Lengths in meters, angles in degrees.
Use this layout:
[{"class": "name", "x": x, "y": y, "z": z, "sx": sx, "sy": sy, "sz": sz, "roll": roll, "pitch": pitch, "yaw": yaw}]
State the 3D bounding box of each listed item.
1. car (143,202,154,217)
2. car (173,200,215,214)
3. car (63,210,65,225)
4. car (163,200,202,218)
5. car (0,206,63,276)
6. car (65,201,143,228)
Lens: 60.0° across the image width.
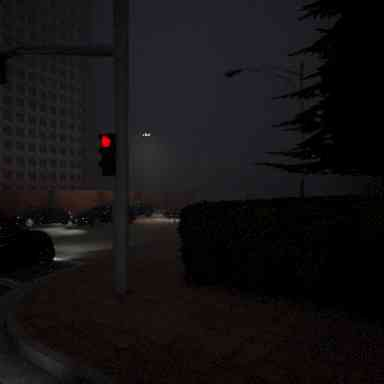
[{"class": "car", "x": -5.499, "y": 1.578, "z": 30.034, "sx": 2.128, "sy": 1.511, "sz": 4.902, "roll": 0, "pitch": 0, "yaw": 35}, {"class": "car", "x": 0.327, "y": 1.634, "z": 38.173, "sx": 2.033, "sy": 1.411, "sz": 5.357, "roll": 0, "pitch": 0, "yaw": 36}, {"class": "car", "x": -10.518, "y": 1.651, "z": 22.976, "sx": 1.994, "sy": 1.385, "sz": 4.181, "roll": 0, "pitch": 0, "yaw": 35}, {"class": "car", "x": -0.370, "y": 1.629, "z": 31.203, "sx": 2.033, "sy": 1.411, "sz": 5.357, "roll": 0, "pitch": 0, "yaw": 35}, {"class": "car", "x": -5.718, "y": 1.414, "z": 9.077, "sx": 2.097, "sy": 1.767, "sz": 4.553, "roll": 1, "pitch": 0, "yaw": 6}, {"class": "car", "x": -6.017, "y": 1.587, "z": 23.268, "sx": 1.837, "sy": 1.490, "sz": 4.892, "roll": 0, "pitch": 0, "yaw": 35}]
